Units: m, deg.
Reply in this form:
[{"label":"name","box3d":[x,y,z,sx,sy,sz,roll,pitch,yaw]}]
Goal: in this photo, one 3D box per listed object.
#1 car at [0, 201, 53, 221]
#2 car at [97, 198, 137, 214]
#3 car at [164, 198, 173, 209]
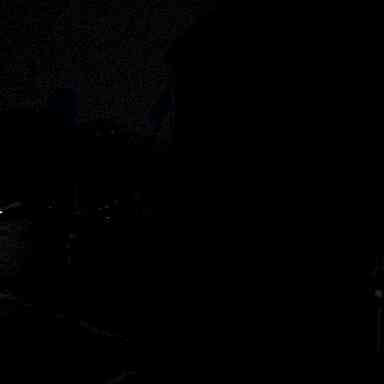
[{"label":"car","box3d":[-13.529,1.449,26.615,1.812,1.442,4.674,1,1,34]},{"label":"car","box3d":[-7.728,1.411,34.732,1.812,1.442,4.674,1,1,36]},{"label":"car","box3d":[-1.669,1.384,43.199,2.128,1.511,4.902,1,1,36]}]
